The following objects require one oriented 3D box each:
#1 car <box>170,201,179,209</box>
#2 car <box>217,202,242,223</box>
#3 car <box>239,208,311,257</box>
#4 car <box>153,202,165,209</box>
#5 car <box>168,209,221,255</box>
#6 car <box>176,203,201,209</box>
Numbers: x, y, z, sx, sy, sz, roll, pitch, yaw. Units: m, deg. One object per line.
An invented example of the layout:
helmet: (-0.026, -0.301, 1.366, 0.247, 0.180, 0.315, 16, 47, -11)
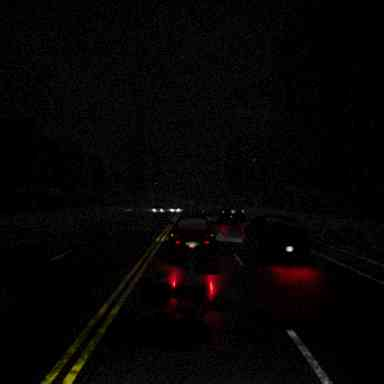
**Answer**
car: (-3.261, 2.595, 65.345, 2.128, 1.511, 4.902, 0, -2, 0)
car: (3.277, 1.659, 28.421, 2.097, 1.767, 4.553, 0, -1, 1)
car: (3.275, 1.647, 13.490, 1.837, 1.490, 4.892, 0, 0, 1)
car: (-6.504, 2.695, 65.308, 1.895, 1.301, 4.718, 0, -2, 0)
car: (0.028, 1.670, 13.886, 1.812, 1.442, 4.674, 0, 0, 1)
car: (0.014, 1.844, 27.537, 2.033, 1.411, 5.357, 0, -1, 0)
